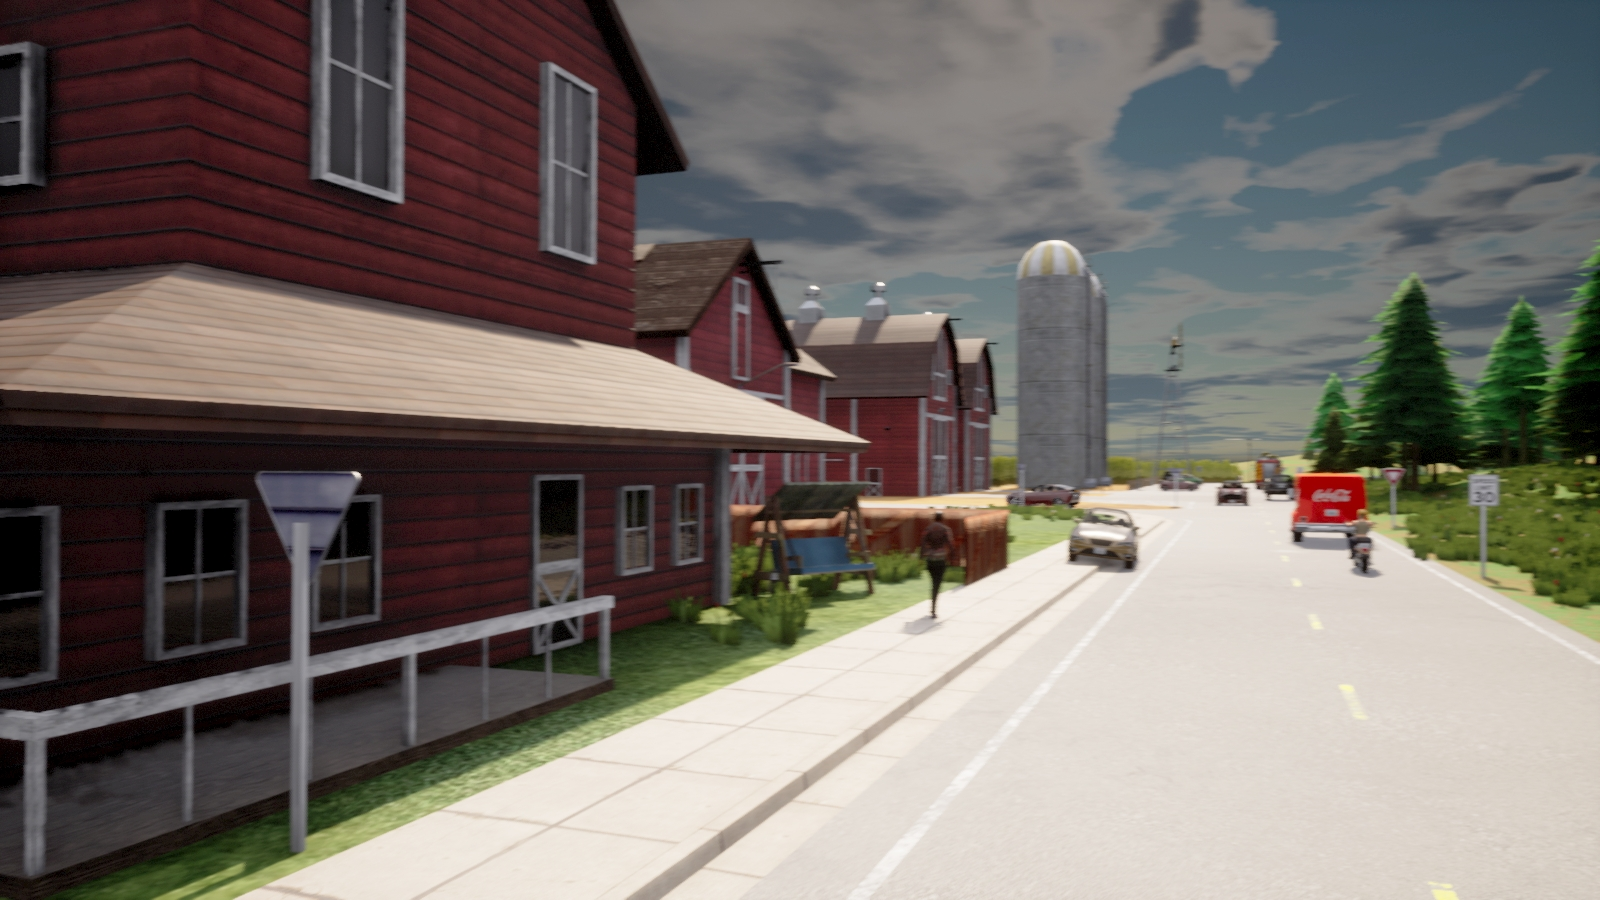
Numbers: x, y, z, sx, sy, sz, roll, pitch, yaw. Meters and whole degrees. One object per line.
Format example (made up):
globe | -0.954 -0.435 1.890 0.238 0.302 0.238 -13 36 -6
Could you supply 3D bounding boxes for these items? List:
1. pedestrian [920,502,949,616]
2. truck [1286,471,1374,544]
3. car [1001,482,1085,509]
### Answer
pedestrian | 2.255 1.814 19.155 0.375 1.860 0.375 0 -1 23
truck | 19.511 2.028 42.315 2.627 2.467 5.204 0 -1 21
car | 14.688 2.718 69.121 4.514 1.525 2.007 -1 -1 38
